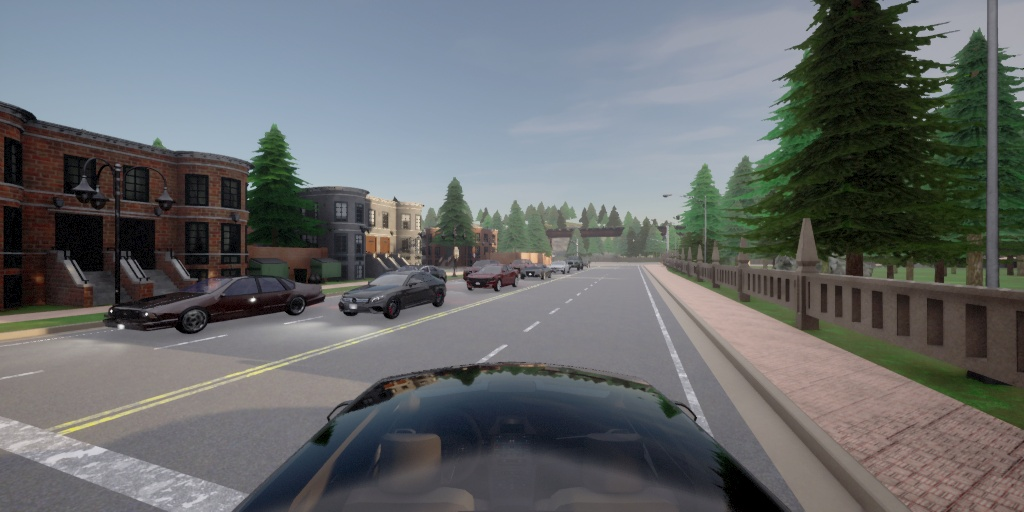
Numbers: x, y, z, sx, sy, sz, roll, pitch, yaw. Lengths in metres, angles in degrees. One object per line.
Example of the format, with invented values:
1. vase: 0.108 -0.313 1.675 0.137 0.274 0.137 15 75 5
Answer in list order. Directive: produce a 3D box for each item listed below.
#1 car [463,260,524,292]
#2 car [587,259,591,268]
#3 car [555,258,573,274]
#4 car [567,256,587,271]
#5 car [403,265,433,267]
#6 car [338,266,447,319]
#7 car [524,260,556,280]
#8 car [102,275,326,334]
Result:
1. car: -1.067 1.228 21.942 1.882 1.535 5.008 0 0 19
2. car: 12.255 1.255 61.013 1.837 1.490 4.892 0 0 19
3. car: 5.409 1.276 40.971 1.812 1.442 4.674 0 0 19
4. car: 8.775 0.971 50.844 2.150 2.045 5.566 0 0 19
5. car: -5.417 1.242 20.040 2.128 1.511 4.902 0 0 18
6. car: -4.072 1.276 13.111 1.812 1.442 4.674 0 0 19
7. car: 2.168 1.314 31.422 1.994 1.385 4.181 0 0 20
8. car: -8.467 1.297 11.066 2.033 1.411 5.357 0 0 19
